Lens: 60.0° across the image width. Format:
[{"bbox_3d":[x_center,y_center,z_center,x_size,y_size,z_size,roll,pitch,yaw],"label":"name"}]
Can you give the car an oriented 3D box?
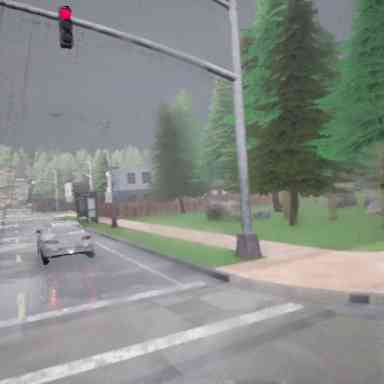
[{"bbox_3d":[-5.251,1.894,13.602,1.812,1.442,4.674,-4,0,-27],"label":"car"}]
